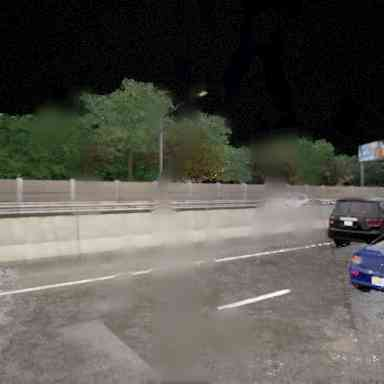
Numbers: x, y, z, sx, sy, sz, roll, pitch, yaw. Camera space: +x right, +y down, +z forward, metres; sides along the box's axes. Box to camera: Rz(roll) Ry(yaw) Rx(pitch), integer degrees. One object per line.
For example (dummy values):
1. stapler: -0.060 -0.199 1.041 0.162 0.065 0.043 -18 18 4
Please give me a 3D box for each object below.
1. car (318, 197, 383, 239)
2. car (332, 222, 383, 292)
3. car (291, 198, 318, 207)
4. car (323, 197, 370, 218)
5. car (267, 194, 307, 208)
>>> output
1. car: 7.875 1.240 13.665 5.566 2.045 2.150 0 0 -35
2. car: 5.444 1.536 7.642 4.674 1.442 1.812 0 0 -35
3. car: 12.680 1.619 34.527 4.181 1.385 1.994 0 0 -35
4. car: 14.750 1.407 31.705 4.553 1.767 2.097 0 0 -35
5. car: 10.921 1.277 37.574 5.566 2.045 2.150 0 0 -35
